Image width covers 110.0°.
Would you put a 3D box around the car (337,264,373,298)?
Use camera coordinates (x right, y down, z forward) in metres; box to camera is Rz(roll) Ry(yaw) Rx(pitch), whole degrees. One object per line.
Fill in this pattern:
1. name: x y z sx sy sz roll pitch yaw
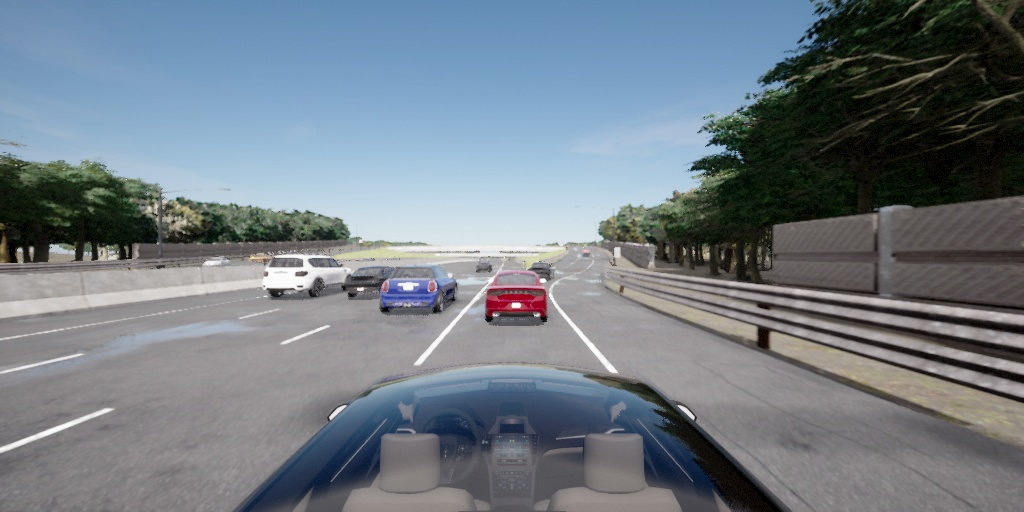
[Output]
1. car: -6.877 1.261 18.668 1.837 1.490 4.892 0 0 0

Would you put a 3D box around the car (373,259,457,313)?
1. car: -3.484 1.106 14.191 2.097 1.767 4.553 0 0 0

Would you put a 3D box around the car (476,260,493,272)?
1. car: -3.501 1.259 46.097 2.128 1.511 4.902 0 0 0

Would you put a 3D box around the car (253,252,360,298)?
1. car: -10.376 0.977 18.777 2.150 2.045 5.566 0 0 0

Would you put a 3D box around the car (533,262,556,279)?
1. car: 2.647 1.291 31.013 1.837 1.490 4.892 1 0 13

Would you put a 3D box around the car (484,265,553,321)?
1. car: 0.183 1.231 12.502 1.882 1.535 5.008 0 0 1

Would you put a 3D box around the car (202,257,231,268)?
1. car: -40.709 0.943 49.557 1.812 1.442 4.674 0 1 -18
